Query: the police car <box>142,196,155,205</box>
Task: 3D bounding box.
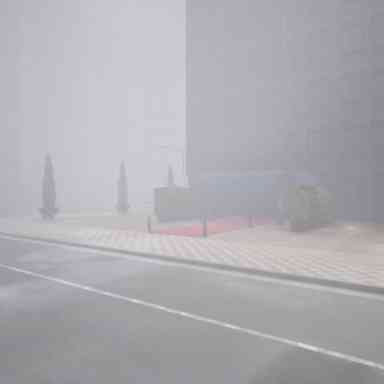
[{"bbox_3d":[-5.742,1.495,57.148,2.038,1.542,4.974,0,0,36],"label":"police car"}]
